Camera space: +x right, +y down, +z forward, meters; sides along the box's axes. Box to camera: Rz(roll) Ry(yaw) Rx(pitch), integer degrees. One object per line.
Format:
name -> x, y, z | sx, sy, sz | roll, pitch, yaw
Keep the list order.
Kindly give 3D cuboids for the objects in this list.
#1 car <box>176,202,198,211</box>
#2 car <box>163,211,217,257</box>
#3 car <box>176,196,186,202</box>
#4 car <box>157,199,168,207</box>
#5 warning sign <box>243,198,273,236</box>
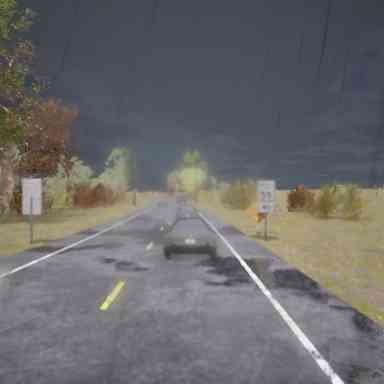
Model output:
car -> -0.408, 1.830, 28.609 | 1.994, 1.385, 4.181 | 0, 0, -1
car -> -0.072, 1.696, 13.504 | 1.994, 1.385, 4.181 | 0, 0, 0
car -> -2.871, 1.937, 87.369 | 2.150, 2.045, 5.566 | 0, 0, -5
car -> -5.778, 2.120, 64.802 | 1.994, 1.385, 4.181 | 0, 0, -3
warning sign -> 3.413, 1.281, 17.276 | 1.300, 1.860, 1.060 | 1, 0, -1
